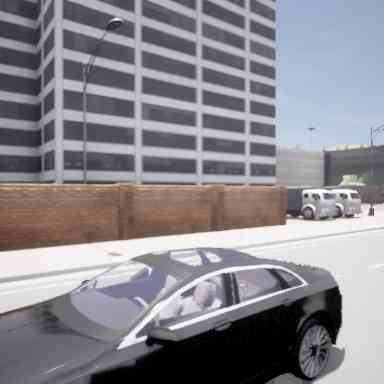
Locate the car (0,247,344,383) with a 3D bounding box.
[{"bbox_3d":[-0.191,1.486,3.856,4.902,1.511,2.128,0,0,-36],"label":"car"}]
